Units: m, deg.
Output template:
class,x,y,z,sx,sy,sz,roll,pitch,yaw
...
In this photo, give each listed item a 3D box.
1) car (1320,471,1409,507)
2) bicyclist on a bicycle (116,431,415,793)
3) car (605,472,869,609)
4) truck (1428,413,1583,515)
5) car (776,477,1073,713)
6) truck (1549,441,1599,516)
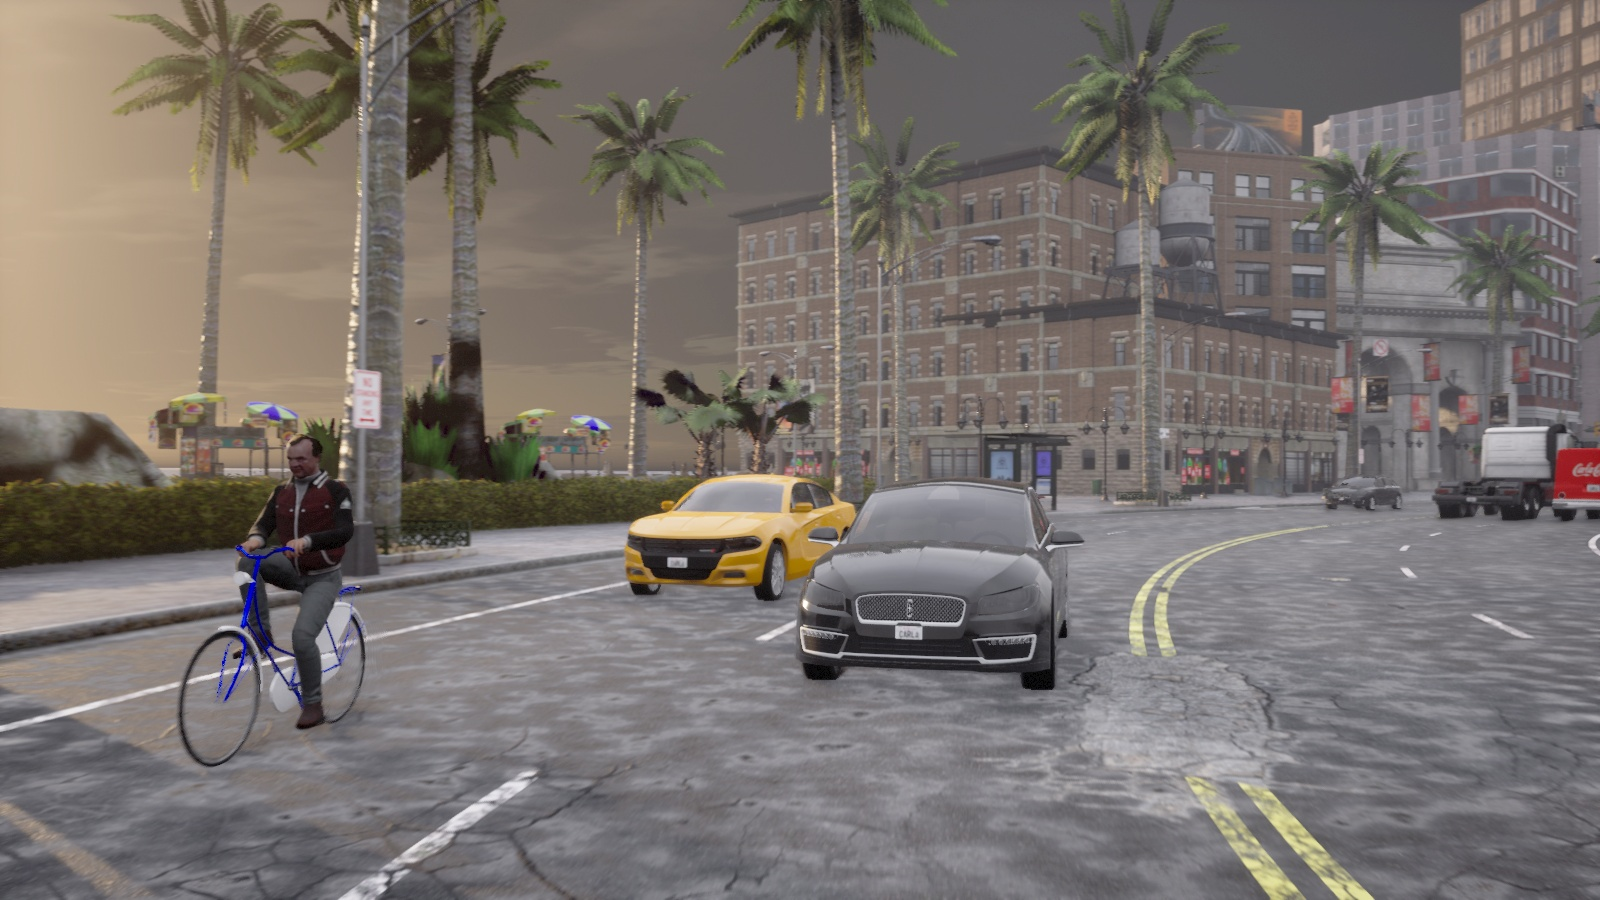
class,x,y,z,sx,sy,sz,roll,pitch,yaw
car,24.537,1.658,54.467,4.892,1.490,1.837,1,-1,-44
bicyclist on a bicycle,-2.939,0.814,7.145,0.659,1.776,1.843,0,-1,10
car,-0.631,1.078,16.931,1.882,1.535,5.008,-1,-1,18
truck,26.090,0.529,46.254,7.936,3.462,2.891,1,-1,-45
car,1.312,0.995,10.701,1.837,1.490,4.892,0,-1,14
truck,28.054,0.968,43.251,5.204,2.467,2.627,1,-1,-45
